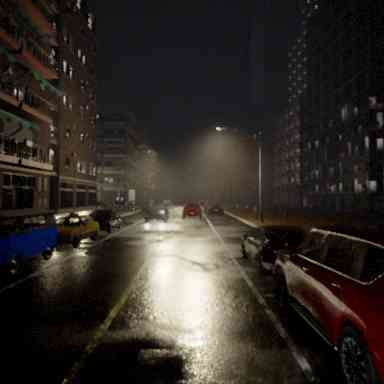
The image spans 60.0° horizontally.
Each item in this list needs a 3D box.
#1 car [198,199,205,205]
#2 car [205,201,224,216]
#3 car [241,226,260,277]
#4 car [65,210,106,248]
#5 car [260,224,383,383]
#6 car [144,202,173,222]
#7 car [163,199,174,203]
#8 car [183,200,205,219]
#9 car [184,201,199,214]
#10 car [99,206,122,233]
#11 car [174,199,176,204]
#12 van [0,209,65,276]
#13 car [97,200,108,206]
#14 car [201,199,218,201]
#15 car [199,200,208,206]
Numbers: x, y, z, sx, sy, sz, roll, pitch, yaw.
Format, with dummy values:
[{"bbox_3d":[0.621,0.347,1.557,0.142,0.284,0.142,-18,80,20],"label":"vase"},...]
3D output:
[{"bbox_3d":[2.537,2.615,87.236,1.752,1.417,4.829,0,-1,0],"label":"car"},{"bbox_3d":[2.627,2.024,38.093,1.947,1.339,4.313,0,-1,0],"label":"car"},{"bbox_3d":[2.678,1.689,10.480,1.947,1.339,4.313,0,-1,0],"label":"car"},{"bbox_3d":[-5.713,1.711,15.819,1.752,1.417,4.829,0,-1,0],"label":"car"},{"bbox_3d":[2.688,1.374,4.962,2.192,1.841,5.009,0,-1,0],"label":"car"},{"bbox_3d":[-3.052,1.904,29.977,2.033,1.411,5.357,0,-1,0],"label":"car"},{"bbox_3d":[-5.822,2.489,75.986,2.008,1.369,4.403,0,-1,0],"label":"car"},{"bbox_3d":[0.041,1.888,34.237,1.882,1.535,5.008,0,-1,0],"label":"car"},{"bbox_3d":[-0.009,2.040,44.333,1.837,1.490,4.892,0,-1,2],"label":"car"},{"bbox_3d":[-5.724,1.819,21.511,1.947,1.339,4.313,0,-1,0],"label":"car"},{"bbox_3d":[-5.843,2.637,87.051,2.008,1.369,4.403,0,-1,0],"label":"car"},{"bbox_3d":[-5.703,1.463,10.468,1.690,1.788,3.998,0,-1,0],"label":"van"},{"bbox_3d":[-16.524,2.027,56.565,4.403,1.369,2.008,1,-2,-1],"label":"car"},{"bbox_3d":[2.617,1.842,43.619,2.192,1.841,5.009,0,-1,0],"label":"car"},{"bbox_3d":[2.558,2.484,76.001,1.887,1.381,4.507,0,-1,0],"label":"car"}]
